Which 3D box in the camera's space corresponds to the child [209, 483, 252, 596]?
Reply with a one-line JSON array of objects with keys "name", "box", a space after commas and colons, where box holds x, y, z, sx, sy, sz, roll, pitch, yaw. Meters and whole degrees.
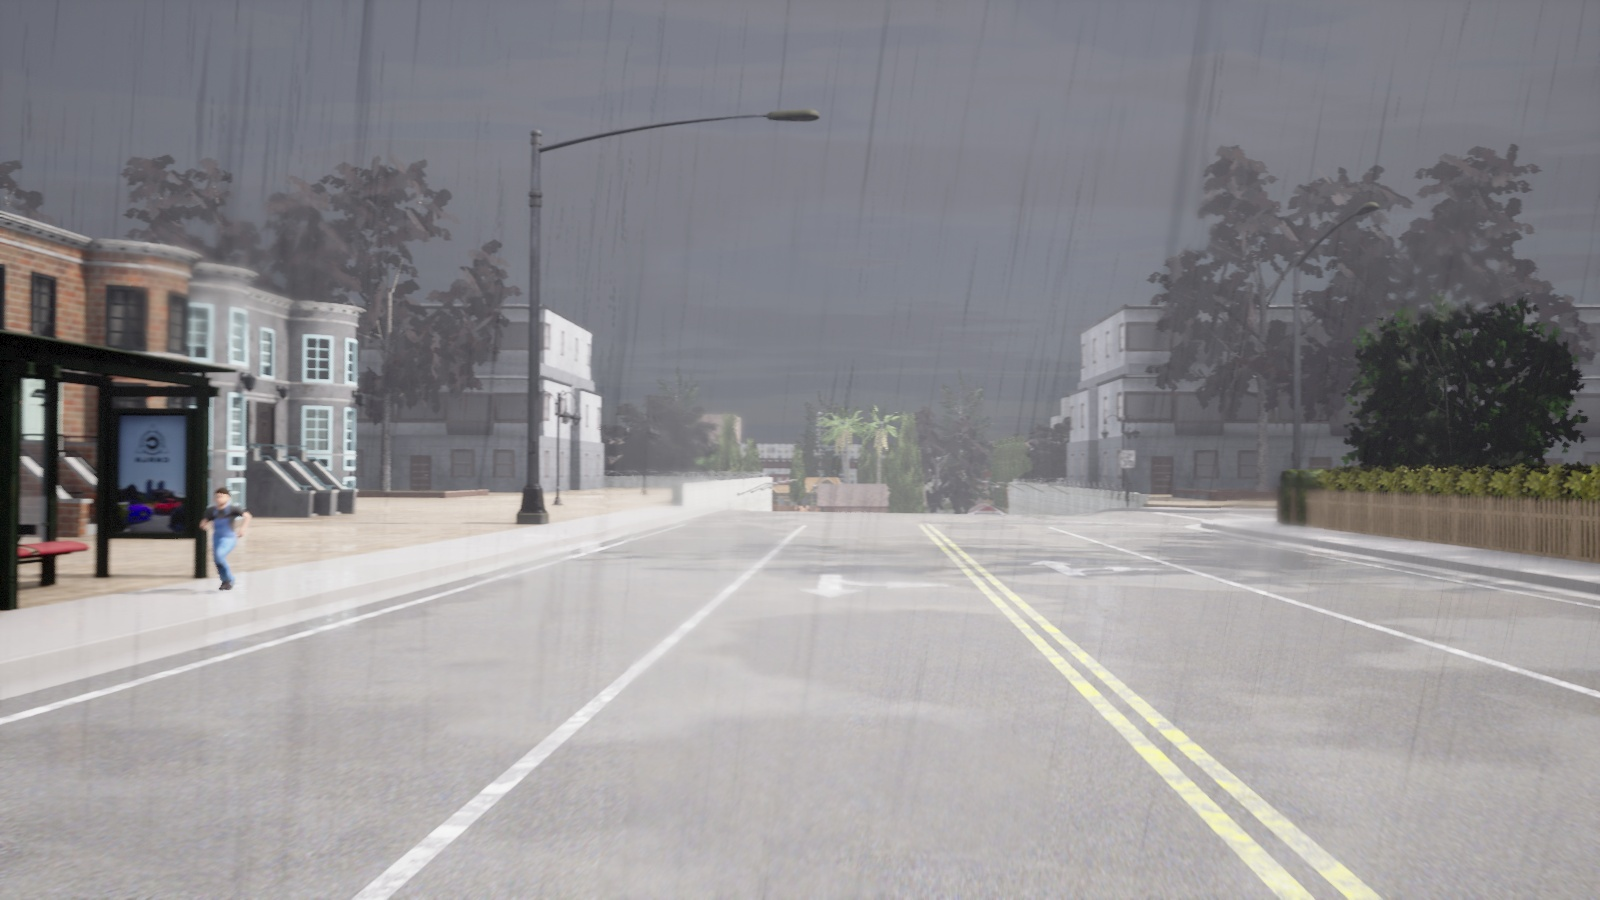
[{"name": "child", "box": [-6.474, 1.006, 14.289, 0.270, 1.263, 0.437, 0, -1, 3]}]
